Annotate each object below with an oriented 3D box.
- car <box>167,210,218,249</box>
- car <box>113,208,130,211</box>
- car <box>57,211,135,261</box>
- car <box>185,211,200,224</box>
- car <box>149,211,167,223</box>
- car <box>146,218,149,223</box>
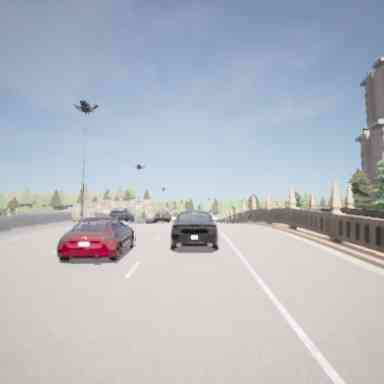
[{"bbox_3d":[0.097,1.550,14.841,1.882,1.535,5.008,0,0,0],"label":"car"},{"bbox_3d":[-6.910,2.361,33.034,2.128,1.511,4.902,0,-4,0],"label":"car"},{"bbox_3d":[-3.404,1.620,12.478,1.994,1.385,4.181,0,0,0],"label":"car"},{"bbox_3d":[0.088,3.392,43.594,1.837,1.490,4.892,0,-6,0],"label":"car"},{"bbox_3d":[-3.412,2.982,39.325,2.033,1.411,5.357,0,-6,0],"label":"car"},{"bbox_3d":[-6.916,5.080,58.241,1.994,1.385,4.181,0,-6,0],"label":"car"}]
